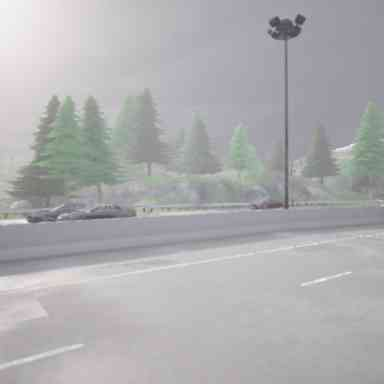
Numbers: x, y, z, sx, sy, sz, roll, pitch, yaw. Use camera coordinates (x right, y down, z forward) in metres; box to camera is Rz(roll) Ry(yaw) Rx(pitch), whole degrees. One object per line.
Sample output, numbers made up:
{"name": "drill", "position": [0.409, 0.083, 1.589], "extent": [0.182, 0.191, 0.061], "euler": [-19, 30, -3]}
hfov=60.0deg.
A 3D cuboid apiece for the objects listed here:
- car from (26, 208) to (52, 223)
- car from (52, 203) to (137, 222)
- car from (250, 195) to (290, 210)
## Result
{"name": "car", "position": [-8.692, 1.510, 23.556], "extent": [5.357, 1.411, 2.033], "euler": [0, 0, -35]}
{"name": "car", "position": [-5.905, 1.449, 21.195], "extent": [4.902, 1.511, 2.128], "euler": [0, 0, -35]}
{"name": "car", "position": [8.977, 1.186, 38.365], "extent": [4.553, 1.767, 2.097], "euler": [0, 0, -25]}
